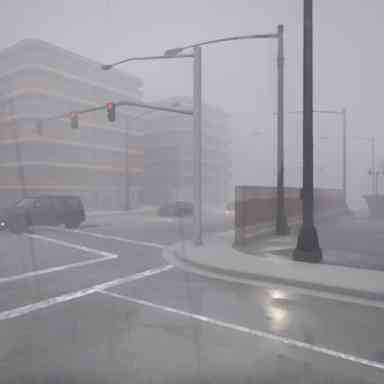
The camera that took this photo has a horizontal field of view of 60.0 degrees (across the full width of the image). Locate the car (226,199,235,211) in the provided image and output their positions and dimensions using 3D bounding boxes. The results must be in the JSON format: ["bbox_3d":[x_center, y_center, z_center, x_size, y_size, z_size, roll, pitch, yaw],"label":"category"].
[{"bbox_3d":[5.870,1.523,40.764,1.812,1.442,4.674,0,0,35],"label":"car"}]

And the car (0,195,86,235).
[{"bbox_3d":[-8.860,1.211,19.374,2.150,2.045,5.566,0,-1,34],"label":"car"}]

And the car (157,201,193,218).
[{"bbox_3d":[-1.271,1.561,30.401,1.994,1.385,4.181,0,0,35],"label":"car"}]
